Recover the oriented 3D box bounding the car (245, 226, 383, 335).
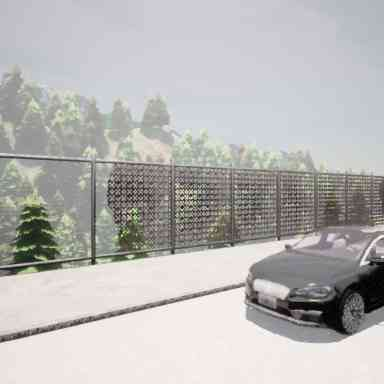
[{"bbox_3d":[3.203,1.491,6.797,4.902,1.511,2.128,0,0,-36],"label":"car"}]
